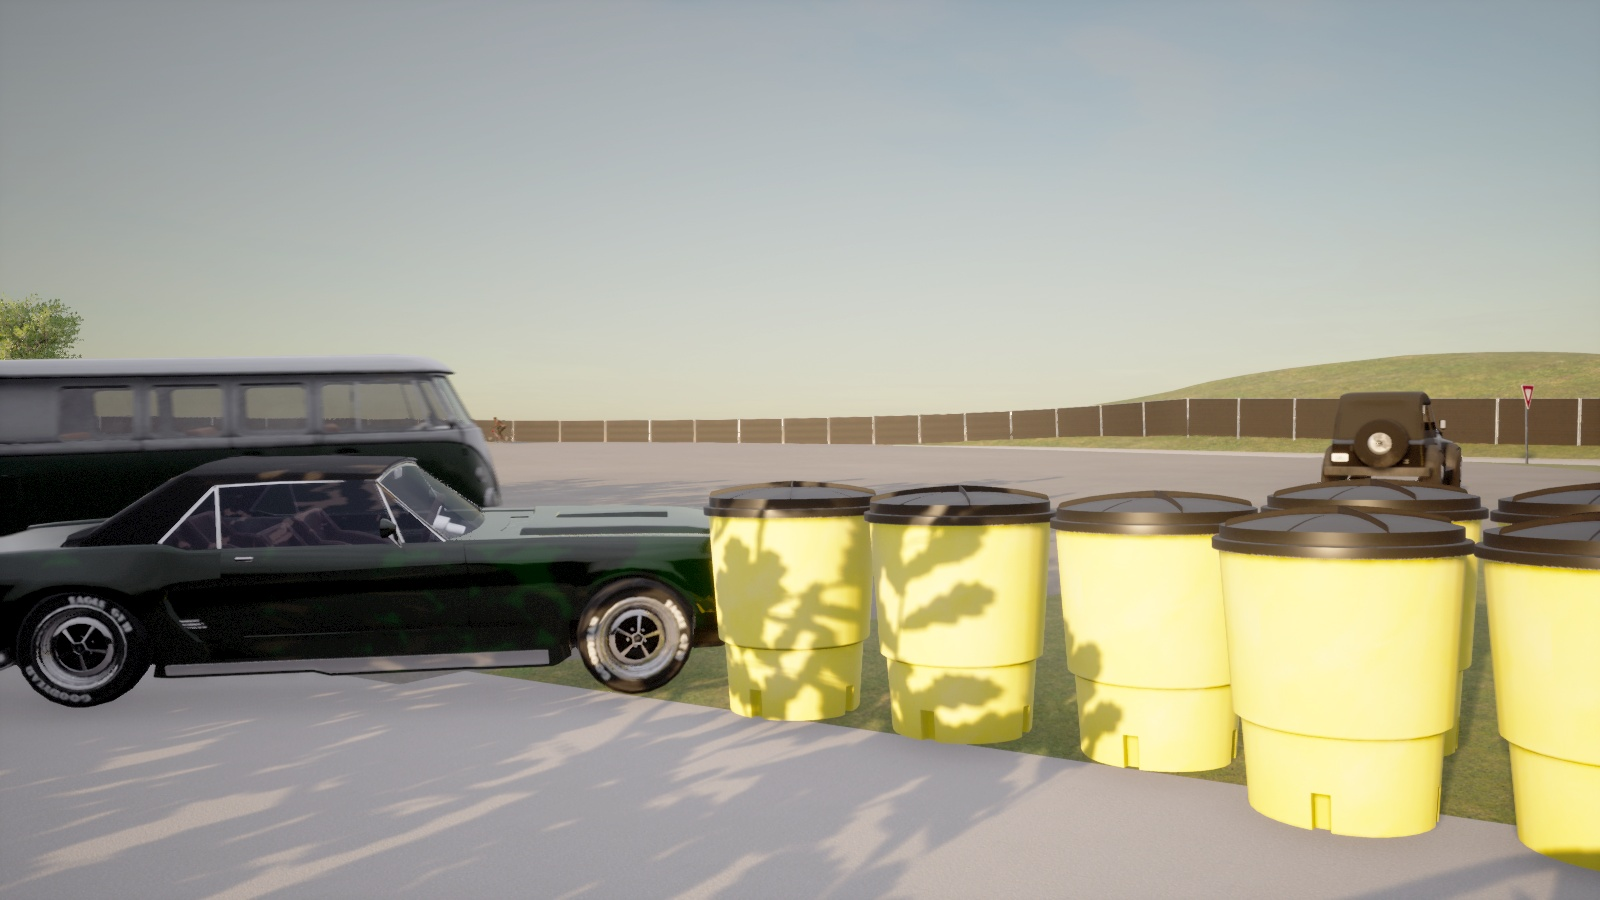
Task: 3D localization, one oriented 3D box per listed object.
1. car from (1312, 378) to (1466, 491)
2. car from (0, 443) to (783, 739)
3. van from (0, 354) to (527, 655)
[{"bbox_3d":[10.820,-0.307,22.932,1.905,1.878,3.866,0,1,35],"label":"car"},{"bbox_3d":[-2.583,0.736,7.670,4.718,1.301,1.895,-2,3,-8],"label":"car"},{"bbox_3d":[-4.607,0.329,9.997,4.442,1.987,1.775,-3,3,-21],"label":"van"}]
